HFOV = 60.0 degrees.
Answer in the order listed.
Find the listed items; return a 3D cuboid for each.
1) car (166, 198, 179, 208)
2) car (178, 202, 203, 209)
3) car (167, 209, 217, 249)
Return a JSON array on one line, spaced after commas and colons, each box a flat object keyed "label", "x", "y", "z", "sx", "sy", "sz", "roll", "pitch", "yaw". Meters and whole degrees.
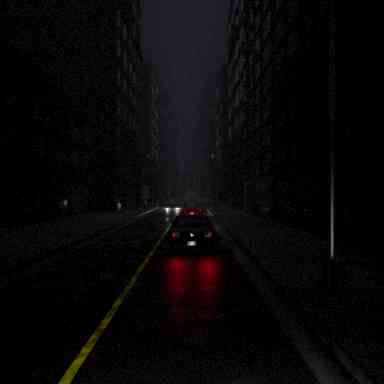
[{"label": "car", "x": -3.000, "y": 1.710, "z": 52.653, "sx": 1.812, "sy": 1.442, "sz": 4.674, "roll": 0, "pitch": 0, "yaw": 0}, {"label": "car", "x": 0.000, "y": 1.598, "z": 29.652, "sx": 1.812, "sy": 1.442, "sz": 4.674, "roll": 0, "pitch": 0, "yaw": 0}, {"label": "car", "x": 0.000, "y": 1.637, "z": 14.682, "sx": 1.895, "sy": 1.301, "sz": 4.718, "roll": 0, "pitch": 0, "yaw": 0}]
